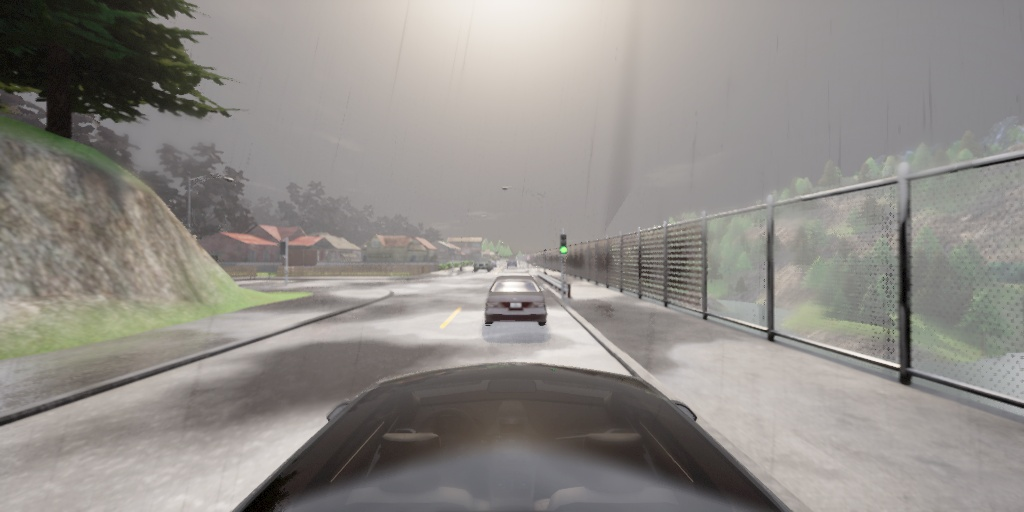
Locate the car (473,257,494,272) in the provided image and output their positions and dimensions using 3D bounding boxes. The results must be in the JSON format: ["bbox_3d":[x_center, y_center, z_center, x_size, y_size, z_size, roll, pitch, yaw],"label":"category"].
[{"bbox_3d":[-4.095,1.186,49.960,2.150,2.045,5.566,0,0,0],"label":"car"}]

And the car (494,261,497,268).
[{"bbox_3d":[-4.058,1.557,60.201,2.033,1.411,5.357,0,0,0],"label":"car"}]

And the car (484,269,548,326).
[{"bbox_3d":[0.084,1.342,11.895,2.033,1.411,5.357,0,0,0],"label":"car"}]
